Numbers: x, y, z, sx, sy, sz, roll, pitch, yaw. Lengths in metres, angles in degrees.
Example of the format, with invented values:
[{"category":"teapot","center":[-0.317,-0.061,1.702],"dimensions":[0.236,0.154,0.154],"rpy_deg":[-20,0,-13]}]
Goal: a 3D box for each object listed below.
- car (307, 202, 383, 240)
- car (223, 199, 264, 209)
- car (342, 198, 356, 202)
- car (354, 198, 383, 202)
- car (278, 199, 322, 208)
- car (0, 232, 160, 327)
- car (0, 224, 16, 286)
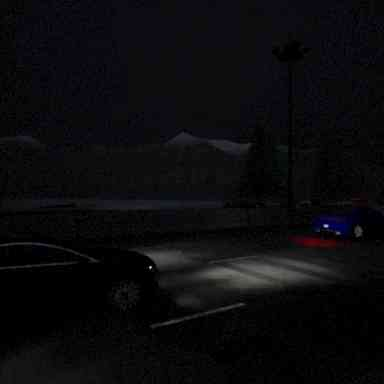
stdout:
[{"category":"car","center":[8.521,1.457,16.947],"dimensions":[5.008,1.535,1.882],"rpy_deg":[0,0,-29]},{"category":"car","center":[6.114,1.537,39.478],"dimensions":[4.718,1.301,1.895],"rpy_deg":[0,0,-25]},{"category":"car","center":[18.012,1.433,37.007],"dimensions":[5.008,1.535,1.882],"rpy_deg":[0,0,-21]},{"category":"car","center":[19.235,1.564,33.761],"dimensions":[4.718,1.301,1.895],"rpy_deg":[0,0,-22]},{"category":"car","center":[12.721,1.493,38.647],"dimensions":[5.357,1.411,2.033],"rpy_deg":[0,0,-23]},{"category":"car","center":[-2.922,1.477,5.842],"dimensions":[4.902,1.511,2.128],"rpy_deg":[0,0,-35]},{"category":"car","center":[-6.747,1.578,7.456],"dimensions":[4.718,1.301,1.895],"rpy_deg":[0,0,-36]}]
